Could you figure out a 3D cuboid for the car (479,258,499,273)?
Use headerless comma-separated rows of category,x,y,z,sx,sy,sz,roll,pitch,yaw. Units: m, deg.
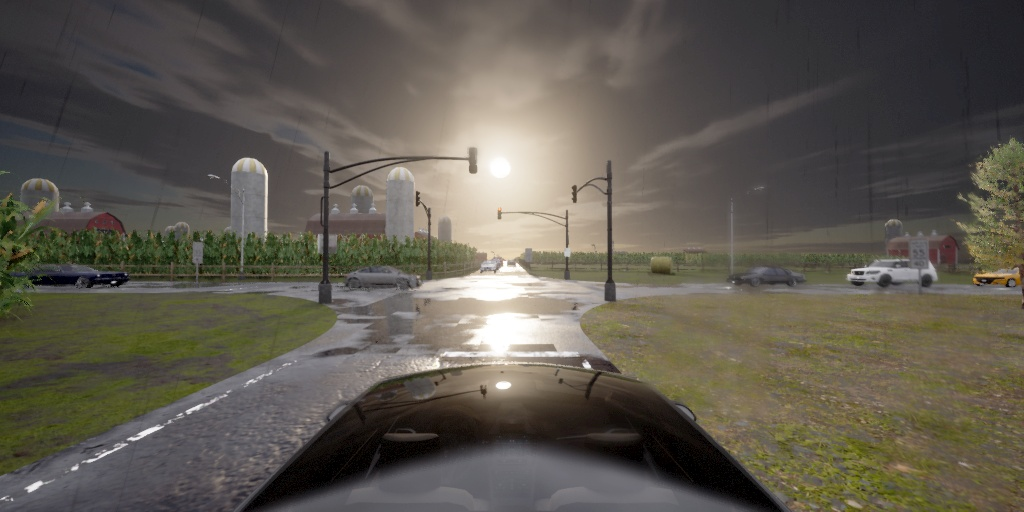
car,-2.827,1.312,43.405,1.812,1.442,4.674,0,0,-1

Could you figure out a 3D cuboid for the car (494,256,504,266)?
car,-2.904,1.295,62.584,1.882,1.535,5.008,0,0,0

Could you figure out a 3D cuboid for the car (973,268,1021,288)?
car,38.836,1.645,27.806,5.008,1.535,1.882,1,-1,-5

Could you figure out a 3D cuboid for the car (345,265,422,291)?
car,-7.399,1.252,20.851,4.181,1.385,1.994,1,0,-4

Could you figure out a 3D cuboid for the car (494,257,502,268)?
car,-2.883,1.325,52.563,1.812,1.442,4.674,0,0,0

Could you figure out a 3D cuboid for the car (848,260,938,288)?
car,28.655,1.291,27.050,5.566,2.045,2.150,1,-1,-4

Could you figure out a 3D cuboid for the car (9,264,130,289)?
car,-24.378,1.127,19.847,4.718,1.301,1.895,0,-1,-3

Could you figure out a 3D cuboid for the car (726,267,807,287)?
car,18.670,1.525,26.339,5.357,1.411,2.033,1,-1,-8
